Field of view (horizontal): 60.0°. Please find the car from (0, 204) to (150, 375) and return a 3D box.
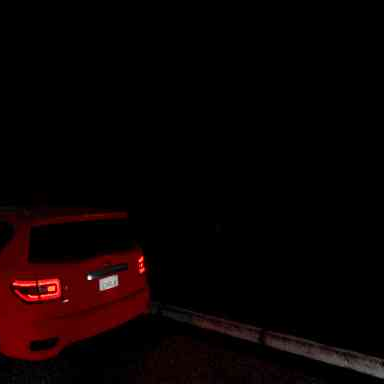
[{"bbox_3d":[-3.237,1.229,5.686,5.566,2.045,2.150,0,0,35],"label":"car"}]
